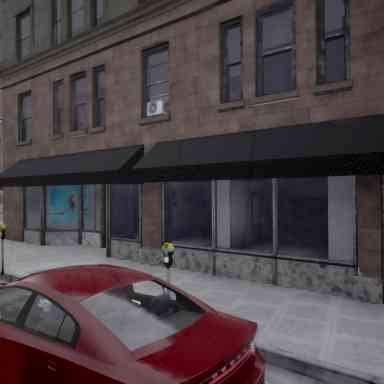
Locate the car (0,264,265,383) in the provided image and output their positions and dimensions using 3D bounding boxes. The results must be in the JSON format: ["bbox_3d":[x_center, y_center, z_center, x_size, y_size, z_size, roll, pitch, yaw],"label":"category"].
[{"bbox_3d":[-1.416,1.545,3.876,4.507,1.381,1.887,0,0,36],"label":"car"}]
